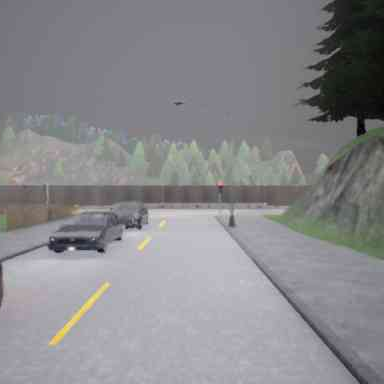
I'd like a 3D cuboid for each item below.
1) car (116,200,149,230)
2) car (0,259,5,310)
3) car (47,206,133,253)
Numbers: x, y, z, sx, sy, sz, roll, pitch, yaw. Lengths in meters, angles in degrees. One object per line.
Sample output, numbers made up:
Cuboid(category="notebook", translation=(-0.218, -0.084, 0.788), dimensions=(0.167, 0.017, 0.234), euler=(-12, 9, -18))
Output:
Cuboid(category="car", translation=(-3.997, 1.355, 21.071), dimensions=(2.097, 1.767, 4.553), euler=(0, 0, 0))
Cuboid(category="car", translation=(-4.099, 1.476, 3.570), dimensions=(1.882, 1.535, 5.008), euler=(0, 0, 0))
Cuboid(category="car", translation=(-4.093, 1.542, 13.926), dimensions=(2.033, 1.411, 5.357), euler=(0, 0, 0))
